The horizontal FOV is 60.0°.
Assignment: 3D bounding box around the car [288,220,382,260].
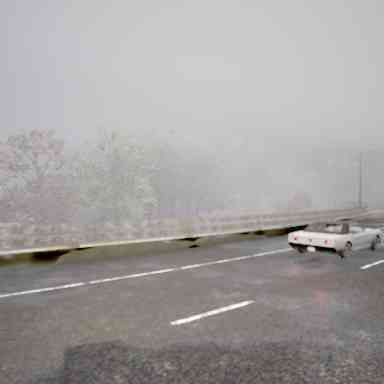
[{"bbox_3d":[5.935,1.795,13.417,4.718,1.301,1.895,1,-1,-42],"label":"car"}]
